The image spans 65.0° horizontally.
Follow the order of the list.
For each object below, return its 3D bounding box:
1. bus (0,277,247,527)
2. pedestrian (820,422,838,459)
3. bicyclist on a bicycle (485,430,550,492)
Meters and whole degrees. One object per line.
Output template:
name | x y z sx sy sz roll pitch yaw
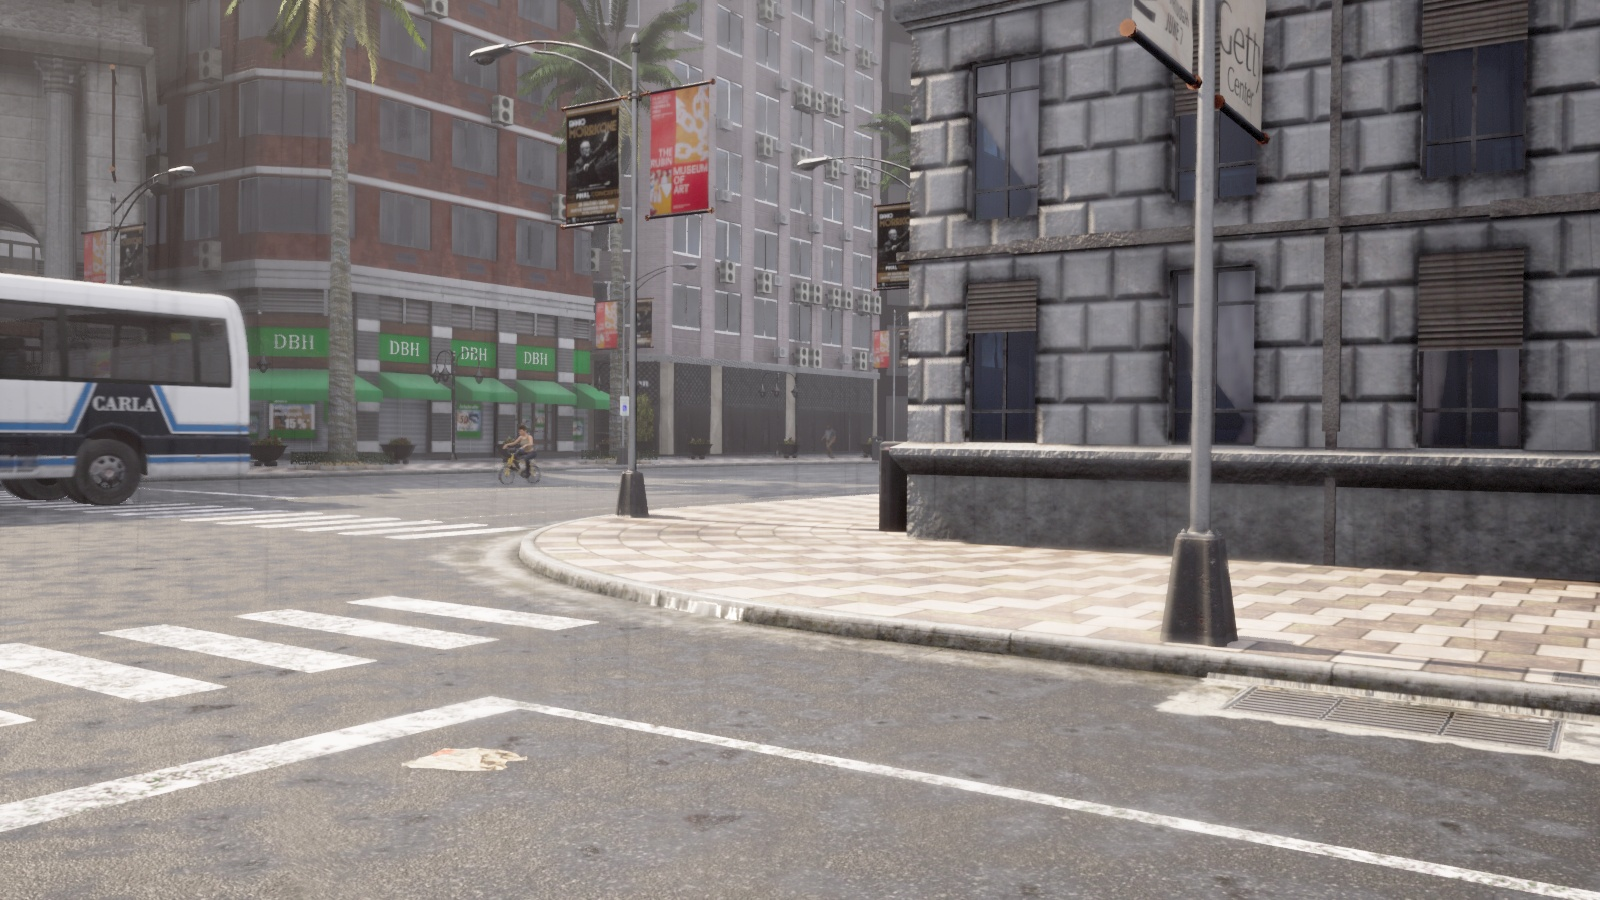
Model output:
bus | -15.613 -0.806 21.985 3.944 4.253 10.273 0 1 34
pedestrian | 1.482 -0.496 63.762 0.540 1.848 0.694 0 1 44
bicyclist on a bicycle | -7.595 0.275 33.848 0.866 1.612 1.509 0 1 34
